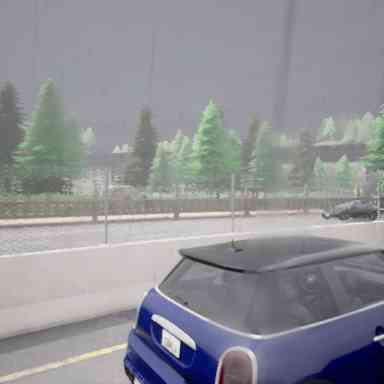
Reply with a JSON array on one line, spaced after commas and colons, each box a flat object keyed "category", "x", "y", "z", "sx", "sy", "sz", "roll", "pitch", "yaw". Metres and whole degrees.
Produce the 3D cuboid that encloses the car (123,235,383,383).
[{"category": "car", "x": 1.588, "y": 1.334, "z": 4.072, "sx": 4.553, "sy": 1.767, "sz": 2.097, "roll": 0, "pitch": 0, "yaw": -33}]
